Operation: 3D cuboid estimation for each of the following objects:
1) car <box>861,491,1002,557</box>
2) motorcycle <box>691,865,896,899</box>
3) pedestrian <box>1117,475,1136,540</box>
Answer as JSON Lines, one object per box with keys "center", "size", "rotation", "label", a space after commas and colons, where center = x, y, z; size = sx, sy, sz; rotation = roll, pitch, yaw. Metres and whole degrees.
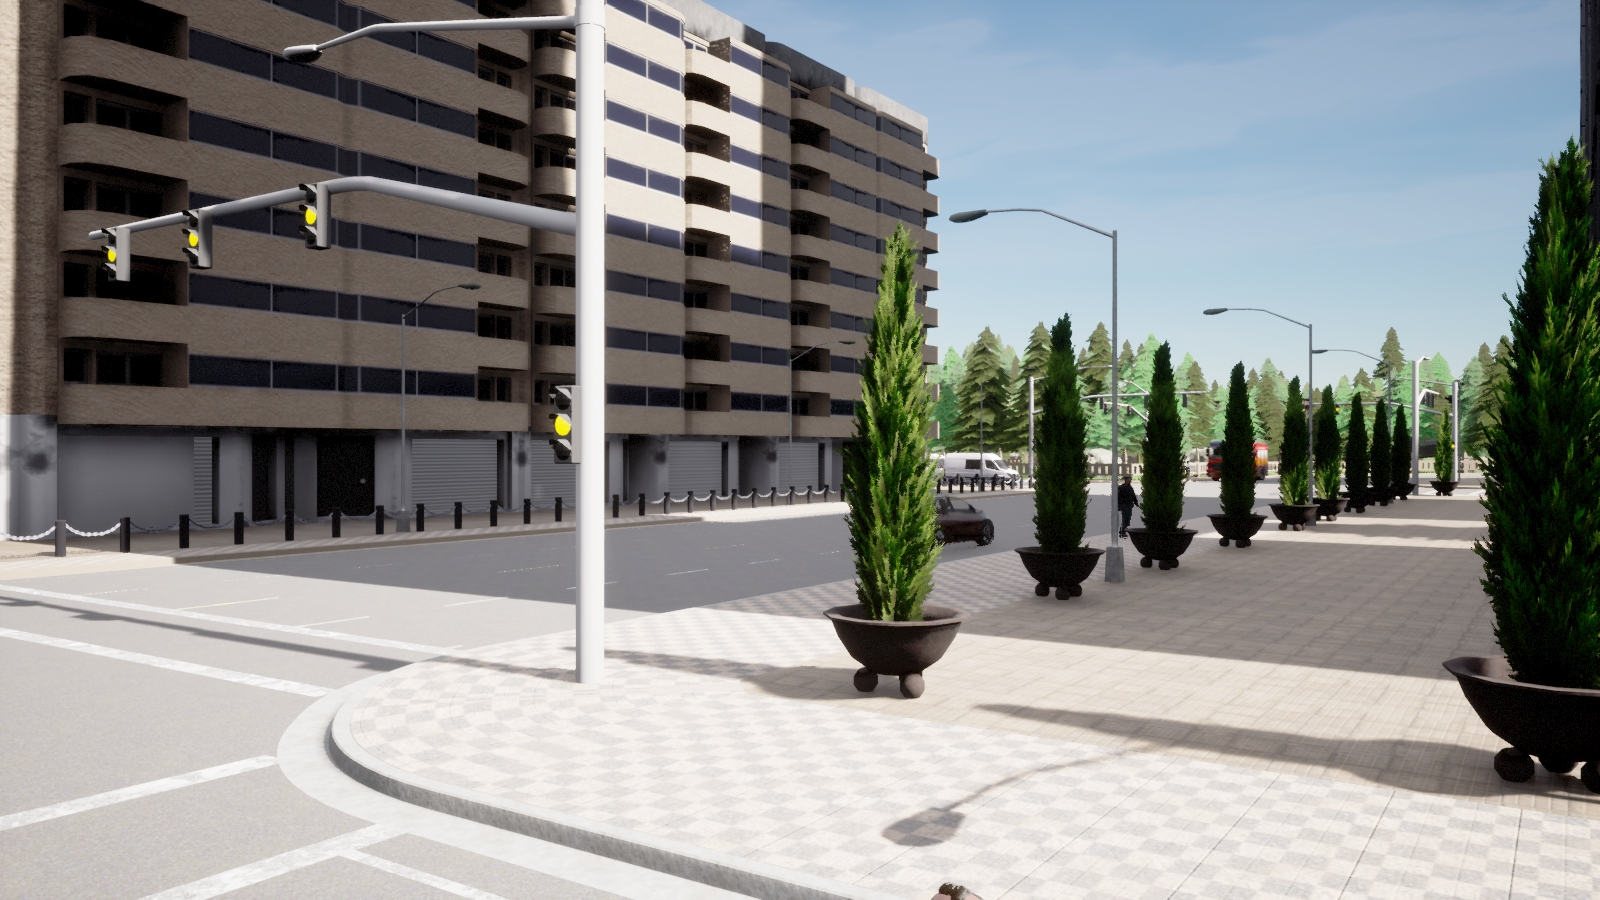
{"center": [3.718, 1.984, 31.710], "size": [2.007, 1.525, 4.514], "rotation": [0, 0, 34], "label": "car"}
{"center": [0.516, 2.205, 3.364], "size": [2.209, 1.251, 0.867], "rotation": [0, 0, 34], "label": "motorcycle"}
{"center": [9.398, 1.642, 32.929], "size": [0.375, 1.860, 0.375], "rotation": [0, 0, -21], "label": "pedestrian"}
